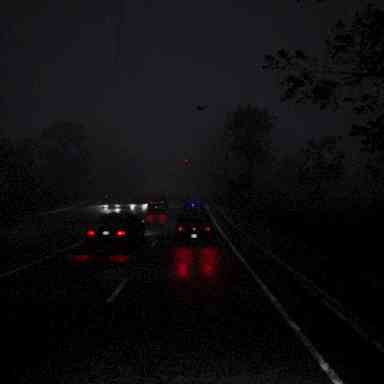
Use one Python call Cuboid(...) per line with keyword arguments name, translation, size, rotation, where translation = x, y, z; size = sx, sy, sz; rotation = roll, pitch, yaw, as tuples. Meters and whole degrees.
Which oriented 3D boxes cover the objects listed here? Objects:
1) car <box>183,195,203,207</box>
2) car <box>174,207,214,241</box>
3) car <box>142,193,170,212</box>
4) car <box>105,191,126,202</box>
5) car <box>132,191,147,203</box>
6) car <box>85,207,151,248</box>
Cuboid(name="car", translation=(0.107, 1.059, 35.011), size=(1.882, 1.535, 5.008), rotation=(0, 2, 0))
Cuboid(name="car", translation=(0.103, 1.736, 17.656), size=(1.895, 1.301, 4.718), rotation=(0, 0, 0))
Cuboid(name="car", translation=(-3.393, 1.117, 33.950), size=(2.128, 1.511, 4.902), rotation=(0, 2, 0))
Cuboid(name="car", translation=(-10.490, 0.528, 45.667), size=(1.895, 1.301, 4.718), rotation=(0, 2, 0))
Cuboid(name="car", translation=(-6.990, 0.641, 45.701), size=(1.882, 1.535, 5.008), rotation=(0, 2, 0))
Cuboid(name="car", translation=(-3.398, 1.682, 15.622), size=(2.033, 1.411, 5.357), rotation=(0, 0, 0))
